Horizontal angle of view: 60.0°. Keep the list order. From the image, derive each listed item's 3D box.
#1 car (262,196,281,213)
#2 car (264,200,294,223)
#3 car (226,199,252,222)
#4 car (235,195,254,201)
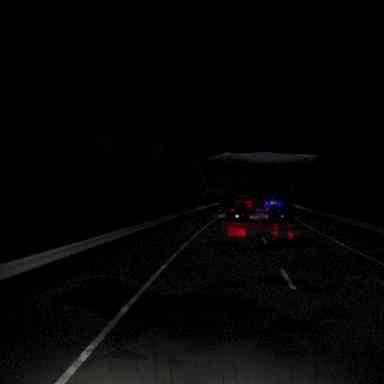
[{"bbox_3d":[9.733,1.487,40.272,2.150,2.045,5.566,1,0,11],"label":"car"},{"bbox_3d":[7.417,1.689,27.974,2.128,1.511,4.902,1,0,11],"label":"car"},{"bbox_3d":[3.948,1.624,28.250,1.837,1.490,4.892,1,0,10],"label":"car"},{"bbox_3d":[6.283,1.407,40.694,2.150,2.045,5.566,1,0,11],"label":"car"}]
